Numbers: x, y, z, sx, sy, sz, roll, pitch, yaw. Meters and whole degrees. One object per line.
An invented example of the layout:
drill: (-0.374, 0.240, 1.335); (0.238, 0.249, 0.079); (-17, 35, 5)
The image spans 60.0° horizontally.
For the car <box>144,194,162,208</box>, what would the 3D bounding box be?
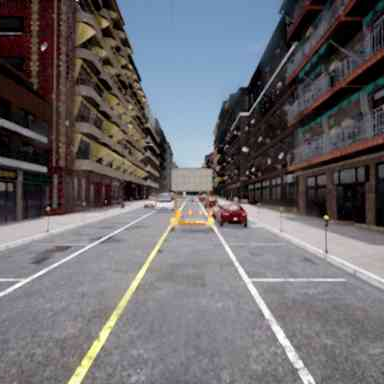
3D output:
car: (-5.293, 1.387, 44.086); (1.752, 1.417, 4.829); (2, 0, 0)

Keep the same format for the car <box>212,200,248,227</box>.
car: (2.586, 1.462, 22.070); (1.887, 1.381, 4.507); (1, 0, 0)

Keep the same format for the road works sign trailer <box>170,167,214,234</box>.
road works sign trailer: (0.000, 0.392, 18.731); (2.380, 3.560, 2.880); (0, 0, 0)

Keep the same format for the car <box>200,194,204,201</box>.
car: (2.587, 1.402, 49.724); (2.008, 1.369, 4.403); (1, 0, 0)

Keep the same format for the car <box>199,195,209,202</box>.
car: (2.588, 1.369, 71.846); (1.887, 1.381, 4.507); (1, 0, 0)

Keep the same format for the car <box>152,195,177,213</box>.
car: (-2.844, 1.406, 35.413); (1.812, 1.442, 4.674); (0, 0, 0)

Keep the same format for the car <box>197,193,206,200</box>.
car: (2.560, 1.136, 88.439); (2.192, 1.841, 5.009); (1, 0, 0)

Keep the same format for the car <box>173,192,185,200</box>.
car: (-2.746, 0.897, 76.265); (2.097, 1.767, 4.553); (0, 0, 0)

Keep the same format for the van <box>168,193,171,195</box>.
van: (-5.287, 1.174, 60.845); (1.690, 1.788, 3.998); (2, 0, 0)

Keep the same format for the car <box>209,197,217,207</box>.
car: (2.587, 1.426, 27.772); (1.752, 1.417, 4.829); (1, 0, 0)

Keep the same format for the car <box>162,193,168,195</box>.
car: (-5.287, 1.165, 49.787); (2.192, 1.841, 5.009); (2, 0, 0)

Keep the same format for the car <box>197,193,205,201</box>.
car: (2.588, 1.373, 66.316); (1.887, 1.381, 4.507); (1, 0, 0)

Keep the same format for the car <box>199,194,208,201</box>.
car: (2.598, 1.262, 77.378); (1.967, 1.590, 4.097); (1, 0, 0)

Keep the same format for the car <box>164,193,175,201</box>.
car: (-5.287, 1.137, 77.438); (2.192, 1.841, 5.009); (1, 0, 0)

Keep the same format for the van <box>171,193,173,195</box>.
van: (-5.288, 1.169, 66.378); (1.690, 1.788, 3.998); (1, 0, 0)

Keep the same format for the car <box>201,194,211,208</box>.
car: (2.587, 1.407, 44.192); (1.887, 1.381, 4.507); (1, 0, 0)

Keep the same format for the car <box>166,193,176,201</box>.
car: (-5.286, 1.135, 82.968); (2.192, 1.841, 5.009); (1, 0, 0)
